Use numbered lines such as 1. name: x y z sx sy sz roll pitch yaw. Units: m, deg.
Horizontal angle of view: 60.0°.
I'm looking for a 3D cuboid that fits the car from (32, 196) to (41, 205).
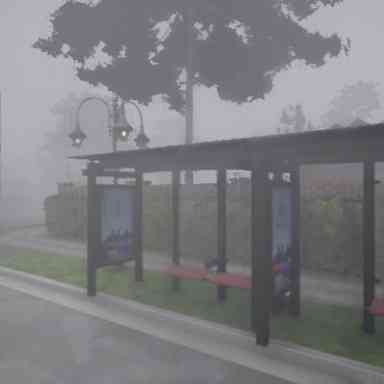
1. car: -24.101 1.195 49.164 3.806 1.475 1.970 0 0 36
